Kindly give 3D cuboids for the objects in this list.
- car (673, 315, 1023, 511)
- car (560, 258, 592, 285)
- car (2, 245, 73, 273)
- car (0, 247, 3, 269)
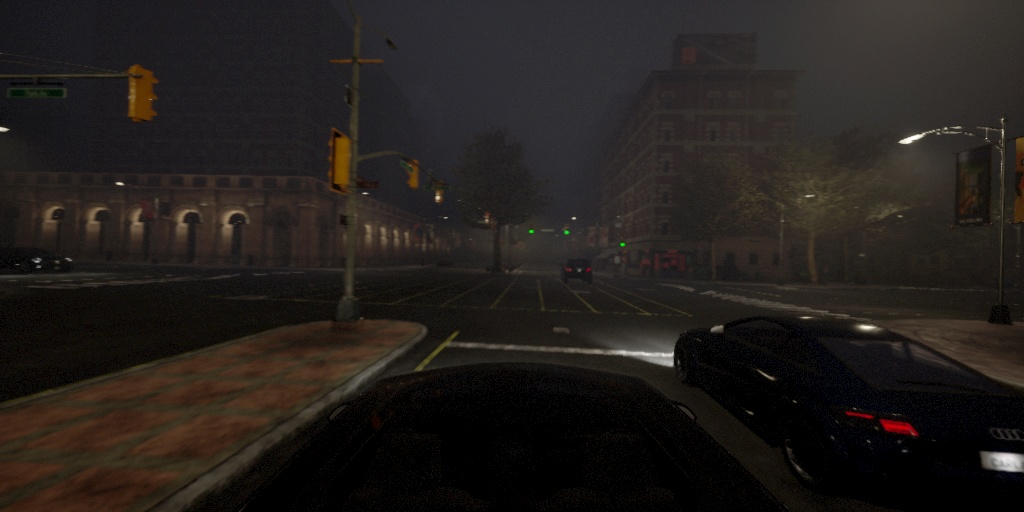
[{"bbox_3d":[3.669,1.434,4.538,1.994,1.385,4.181,2,0,5],"label":"car"},{"bbox_3d":[5.317,1.217,29.964,2.150,2.045,5.566,2,0,4],"label":"car"},{"bbox_3d":[-32.510,0.180,24.048,4.553,1.767,2.097,2,0,4],"label":"car"},{"bbox_3d":[-32.925,0.310,20.562,4.892,1.490,1.837,2,0,4],"label":"car"}]
